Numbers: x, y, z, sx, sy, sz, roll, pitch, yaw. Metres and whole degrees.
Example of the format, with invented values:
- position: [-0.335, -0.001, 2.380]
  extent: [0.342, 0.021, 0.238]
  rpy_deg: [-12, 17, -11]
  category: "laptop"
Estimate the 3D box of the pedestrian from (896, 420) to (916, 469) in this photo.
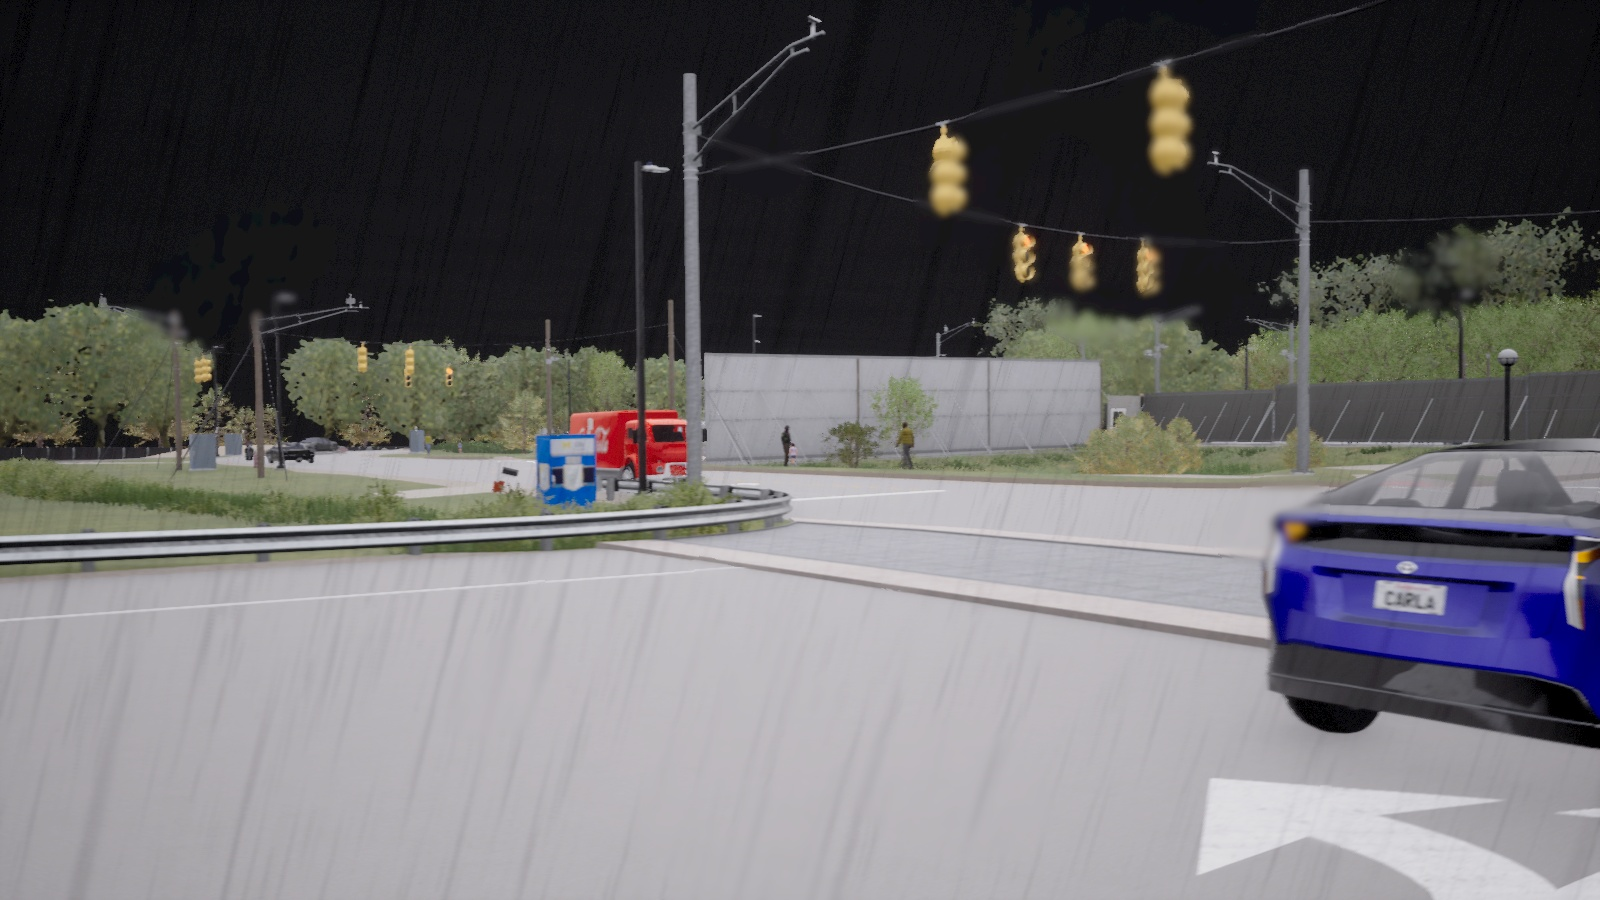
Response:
- position: [4.013, -0.202, 47.504]
  extent: [0.370, 1.835, 0.726]
  rpy_deg: [-2, 3, -34]
  category: "pedestrian"

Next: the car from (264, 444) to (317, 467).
- position: [-30.876, 0.312, 76.001]
  extent: [1.895, 1.301, 4.718]
  rpy_deg: [-2, 2, -35]
  category: "car"

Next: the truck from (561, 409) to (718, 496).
- position: [-5.031, 0.033, 38.679]
  extent: [2.627, 2.467, 5.204]
  rpy_deg: [-2, 2, -35]
  category: "truck"

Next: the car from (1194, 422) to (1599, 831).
- position: [4.387, 0.635, 6.828]
  extent: [4.514, 1.525, 2.007]
  rpy_deg: [-2, 1, -37]
  category: "car"

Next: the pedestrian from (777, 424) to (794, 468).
- position: [-0.626, -0.178, 55.209]
  extent: [0.395, 1.930, 0.692]
  rpy_deg: [-2, 3, -36]
  category: "pedestrian"
